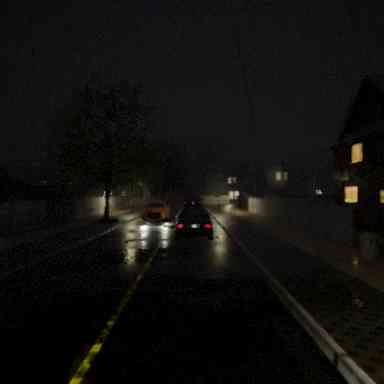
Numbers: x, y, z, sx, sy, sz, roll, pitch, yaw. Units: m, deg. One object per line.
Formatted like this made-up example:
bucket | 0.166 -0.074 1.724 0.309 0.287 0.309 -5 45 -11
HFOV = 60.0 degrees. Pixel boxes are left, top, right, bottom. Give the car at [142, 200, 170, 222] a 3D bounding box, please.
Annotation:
car | -2.752 1.455 26.518 1.882 1.535 5.008 0 0 0

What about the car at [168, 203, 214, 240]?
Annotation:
car | 0.100 1.531 16.961 2.033 1.411 5.357 0 0 0

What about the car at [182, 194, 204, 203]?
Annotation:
car | 0.100 1.195 35.026 2.150 2.045 5.566 0 0 0
